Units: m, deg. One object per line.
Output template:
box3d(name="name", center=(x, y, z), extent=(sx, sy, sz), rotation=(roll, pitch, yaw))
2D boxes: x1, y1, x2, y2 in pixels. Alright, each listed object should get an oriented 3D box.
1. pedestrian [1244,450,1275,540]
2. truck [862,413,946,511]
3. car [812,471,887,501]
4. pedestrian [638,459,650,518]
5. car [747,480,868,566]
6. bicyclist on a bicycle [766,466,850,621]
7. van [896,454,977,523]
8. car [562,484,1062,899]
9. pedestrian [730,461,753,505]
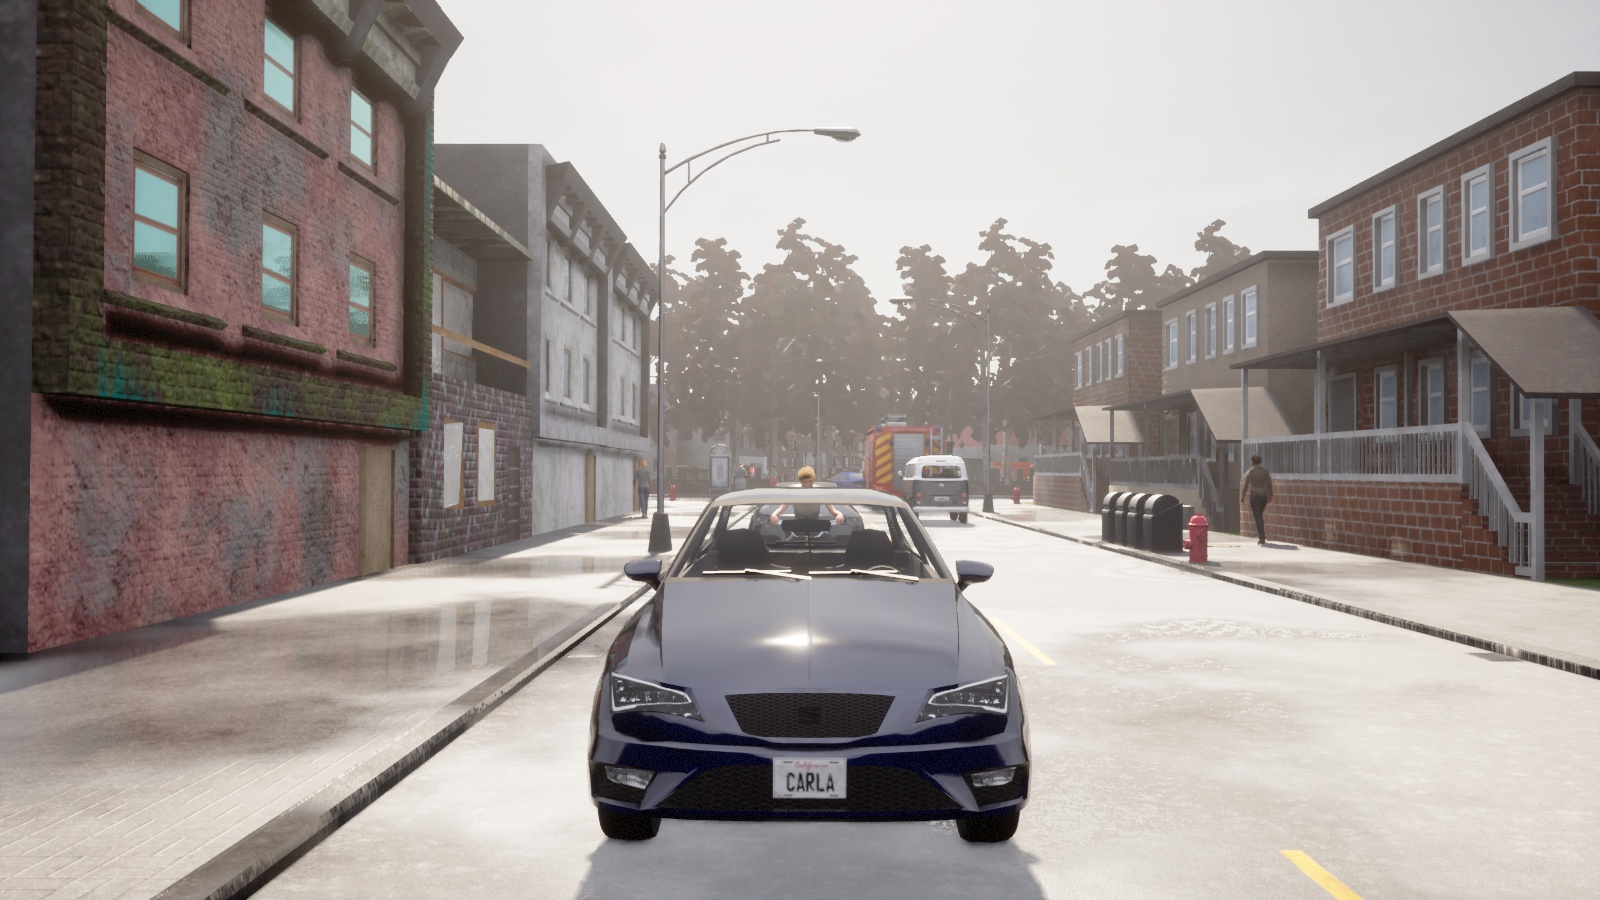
box3d(name="pedestrian", center=(9.362, 0.916, 25.607), extent=(0.328, 1.805, 0.869), rotation=(0, -1, 2))
box3d(name="truck", center=(4.268, 0.528, 53.465), extent=(2.891, 3.827, 8.468), rotation=(0, -1, 0))
box3d(name="car", center=(2.614, 1.912, 67.474), extent=(1.882, 1.535, 5.008), rotation=(1, -1, -25))
box3d(name="pedestrian", center=(-4.859, 1.199, 39.124), extent=(0.354, 1.836, 0.706), rotation=(0, -1, -5))
box3d(name="car", center=(0.126, 1.261, 22.824), extent=(1.994, 1.385, 4.181), rotation=(0, -1, 0))
box3d(name="bicyclist on a bicycle", center=(0.084, 0.983, 13.839), extent=(0.866, 1.612, 1.509), rotation=(0, -1, 0))
box3d(name="van", center=(4.204, 1.180, 39.320), extent=(2.069, 2.038, 4.480), rotation=(0, -1, 0))
box3d(name="car", center=(0.049, 0.940, 6.673), extent=(1.816, 1.474, 4.193), rotation=(0, -1, 0))
box3d(name="pedestrian", center=(-2.636, 1.478, 56.317), extent=(0.659, 1.952, 0.873), rotation=(-1, -1, 28))
